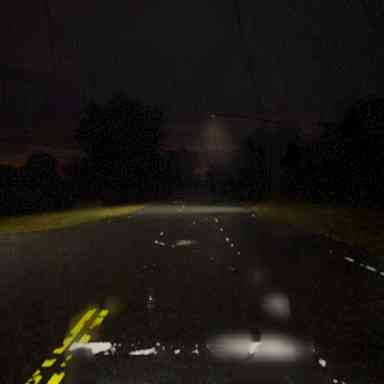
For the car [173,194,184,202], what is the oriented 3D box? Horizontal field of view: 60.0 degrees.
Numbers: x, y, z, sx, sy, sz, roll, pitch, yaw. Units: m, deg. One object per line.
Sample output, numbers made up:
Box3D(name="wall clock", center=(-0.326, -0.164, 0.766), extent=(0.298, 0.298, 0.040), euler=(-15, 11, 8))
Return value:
Box3D(name="car", center=(-2.413, 1.053, 60.637), extent=(1.994, 1.385, 4.181), euler=(0, 1, 2))
